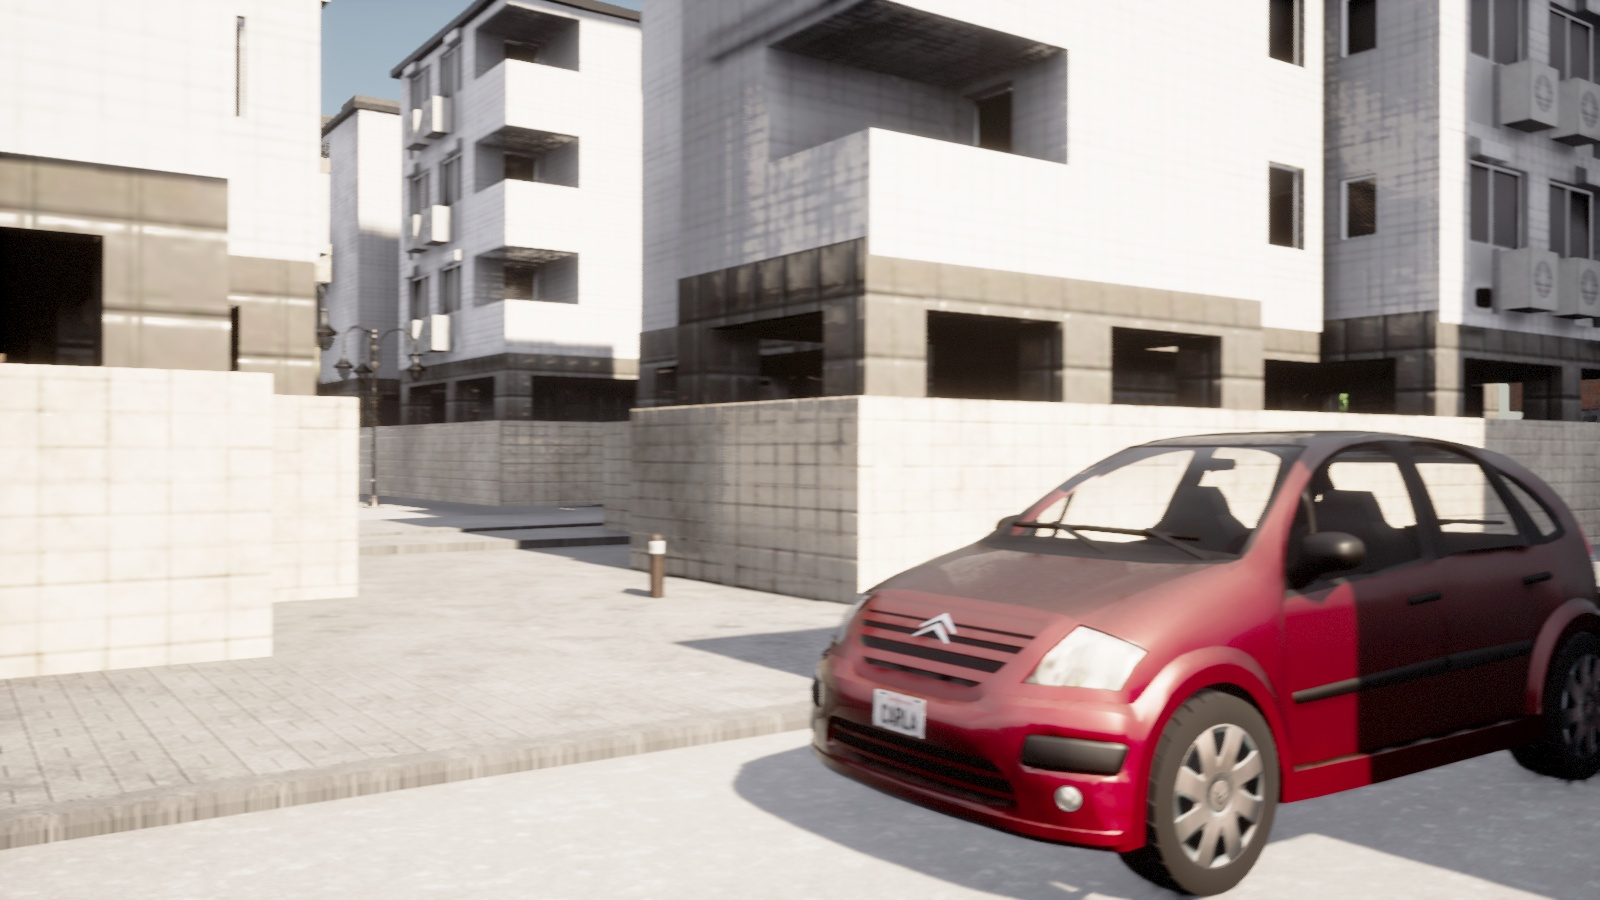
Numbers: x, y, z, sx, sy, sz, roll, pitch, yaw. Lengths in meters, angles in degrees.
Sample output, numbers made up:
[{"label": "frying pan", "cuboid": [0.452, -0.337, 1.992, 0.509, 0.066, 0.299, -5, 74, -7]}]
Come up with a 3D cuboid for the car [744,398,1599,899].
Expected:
[{"label": "car", "cuboid": [1.933, 0.658, 5.615, 3.988, 1.617, 1.851, 0, 0, -35]}]
